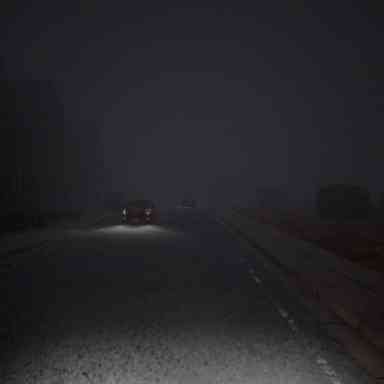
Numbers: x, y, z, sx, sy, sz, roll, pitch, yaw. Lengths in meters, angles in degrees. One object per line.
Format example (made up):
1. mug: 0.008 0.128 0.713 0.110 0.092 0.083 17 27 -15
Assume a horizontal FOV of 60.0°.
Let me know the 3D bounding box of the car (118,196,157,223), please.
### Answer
1. car: -3.803 1.335 24.650 2.097 1.767 4.553 0 0 -1

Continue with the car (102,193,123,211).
1. car: -8.112 1.097 35.995 1.905 1.878 3.866 8 -3 -43

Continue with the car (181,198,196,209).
1. car: -0.449 1.478 44.605 1.994 1.385 4.181 0 0 -1
